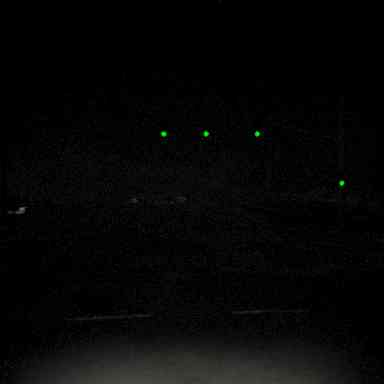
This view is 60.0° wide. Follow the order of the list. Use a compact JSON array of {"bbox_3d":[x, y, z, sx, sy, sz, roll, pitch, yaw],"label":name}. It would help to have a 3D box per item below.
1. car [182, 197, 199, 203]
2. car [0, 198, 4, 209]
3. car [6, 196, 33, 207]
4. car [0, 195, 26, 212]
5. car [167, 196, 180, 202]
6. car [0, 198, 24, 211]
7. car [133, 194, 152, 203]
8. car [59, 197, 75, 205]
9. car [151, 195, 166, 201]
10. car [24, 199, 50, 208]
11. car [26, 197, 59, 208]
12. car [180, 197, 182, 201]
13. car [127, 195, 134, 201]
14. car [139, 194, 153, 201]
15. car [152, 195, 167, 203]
[{"bbox_3d":[-0.124,1.785,76.106,1.895,1.301,4.718,0,0,-18],"label":"car"},{"bbox_3d":[-28.009,1.613,45.169,2.128,1.511,4.902,0,0,0],"label":"car"},{"bbox_3d":[-28.127,1.497,54.380,2.097,1.767,4.553,0,0,-3],"label":"car"},{"bbox_3d":[-21.084,1.319,36.798,2.150,2.045,5.566,0,0,0],"label":"car"},{"bbox_3d":[-5.196,1.752,80.374,1.994,1.385,4.181,0,0,-22],"label":"car"},{"bbox_3d":[-24.538,1.609,43.941,2.128,1.511,4.902,0,0,1],"label":"car"},{"bbox_3d":[-11.402,1.714,76.958,2.128,1.511,4.902,0,0,-22],"label":"car"},{"bbox_3d":[-21.224,1.638,55.897,2.128,1.511,4.902,0,0,-3],"label":"car"},{"bbox_3d":[-9.086,1.597,89.564,2.033,1.411,5.357,0,0,-30],"label":"car"},{"bbox_3d":[-24.556,1.741,52.882,1.895,1.301,4.718,0,0,0],"label":"car"},{"bbox_3d":[-21.018,1.614,46.633,2.128,1.511,4.902,0,0,0],"label":"car"},{"bbox_3d":[-3.485,1.811,85.684,1.895,1.301,4.718,0,0,-26],"label":"car"},{"bbox_3d":[-15.382,1.554,86.505,1.837,1.490,4.892,0,0,-30],"label":"car"},{"bbox_3d":[-12.219,1.411,88.009,2.097,1.767,4.553,0,0,-30],"label":"car"},{"bbox_3d":[-8.278,1.554,78.636,2.097,1.767,4.553,0,0,-22],"label":"car"}]
